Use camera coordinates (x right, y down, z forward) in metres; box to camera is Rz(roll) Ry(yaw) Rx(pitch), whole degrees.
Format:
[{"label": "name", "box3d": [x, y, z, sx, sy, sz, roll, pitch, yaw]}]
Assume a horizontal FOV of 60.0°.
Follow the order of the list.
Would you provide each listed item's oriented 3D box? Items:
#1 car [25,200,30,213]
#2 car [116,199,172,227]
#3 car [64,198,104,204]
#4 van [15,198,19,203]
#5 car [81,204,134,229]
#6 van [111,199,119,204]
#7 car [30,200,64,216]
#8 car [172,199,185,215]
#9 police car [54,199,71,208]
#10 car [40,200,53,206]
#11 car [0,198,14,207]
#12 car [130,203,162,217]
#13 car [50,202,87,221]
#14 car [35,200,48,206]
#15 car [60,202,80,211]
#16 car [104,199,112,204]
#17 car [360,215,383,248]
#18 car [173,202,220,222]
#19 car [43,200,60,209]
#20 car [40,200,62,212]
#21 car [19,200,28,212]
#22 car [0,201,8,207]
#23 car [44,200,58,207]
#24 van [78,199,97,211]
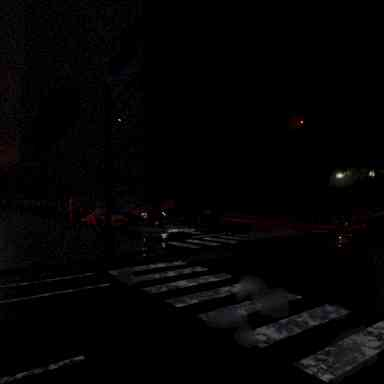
[{"label": "car", "box3d": [-20.526, 2.196, 44.434, 1.887, 1.381, 4.507, -1, 0, -35]}, {"label": "car", "box3d": [-3.750, 1.650, 25.435, 2.097, 1.767, 4.553, 0, -1, -34]}, {"label": "car", "box3d": [-12.293, 1.724, 37.470, 2.150, 2.045, 5.566, 0, -1, -35]}, {"label": "van", "box3d": [-26.190, 2.123, 52.399, 1.690, 1.788, 3.998, -1, 0, -35]}, {"label": "car", "box3d": [-6.279, 1.844, 24.381, 1.752, 1.417, 4.829, -1, 0, -35]}, {"label": "van", "box3d": [-8.249, 1.833, 41.901, 1.690, 1.788, 3.998, -1, 0, -35]}, {"label": "car", "box3d": [-17.701, 1.901, 40.451, 2.192, 1.841, 5.009, -1, 0, -35]}, {"label": "car", "box3d": [-2.366, 1.669, 33.601, 2.192, 1.841, 5.009, -1, 0, -35]}, {"label": "police car", "box3d": [-25.460, 2.308, 65.428, 1.930, 1.638, 5.238, 0, -1, -35]}, {"label": "car", "box3d": [-34.749, 2.661, 79.171, 1.947, 1.339, 4.313, -1, 0, -35]}, {"label": "car", "box3d": [-41.294, 2.667, 73.662, 1.887, 1.381, 4.507, -1, 0, -35]}, {"label": "car", "box3d": [-5.302, 2.005, 37.751, 1.802, 1.307, 4.206, -1, 0, -35]}, {"label": "car", "box3d": [-12.036, 2.005, 32.485, 2.008, 1.369, 4.403, -1, 0, -35]}, {"label": "car", "box3d": [-37.762, 2.711, 83.411, 2.008, 1.369, 4.403, -1, 0, -35]}, {"label": "car", "box3d": [-19.597, 2.280, 53.261, 1.994, 1.385, 4.181, 0, -1, -35]}, {"label": "car", "box3d": [-11.191, 1.876, 46.051, 2.192, 1.841, 5.009, -1, 0, -35]}, {"label": "car", "box3d": [9.041, 1.496, 12.469, 4.892, 1.490, 1.837, 0, 1, 26]}, {"label": "car", "box3d": [0.581, 1.830, 29.450, 1.887, 1.381, 4.507, -1, 0, -35]}, {"label": "car", "box3d": [-26.886, 2.388, 63.522, 1.837, 1.490, 4.892, 0, -1, -35]}, {"label": "car", "box3d": [-21.519, 2.066, 50.599, 2.097, 1.767, 4.553, 0, 0, -35]}, {"label": "car", "box3d": [-23.358, 2.157, 48.416, 1.967, 1.590, 4.097, -1, 0, -35]}, {"label": "car", "box3d": [-44.407, 2.771, 78.045, 1.802, 1.307, 4.206, -1, 0, -35]}, {"label": "car", "box3d": [-31.735, 2.596, 74.929, 1.947, 1.339, 4.313, -1, 0, -35]}, {"label": "van", "box3d": [-17.074, 2.038, 54.352, 1.690, 1.788, 3.998, -1, 0, -35]}]
